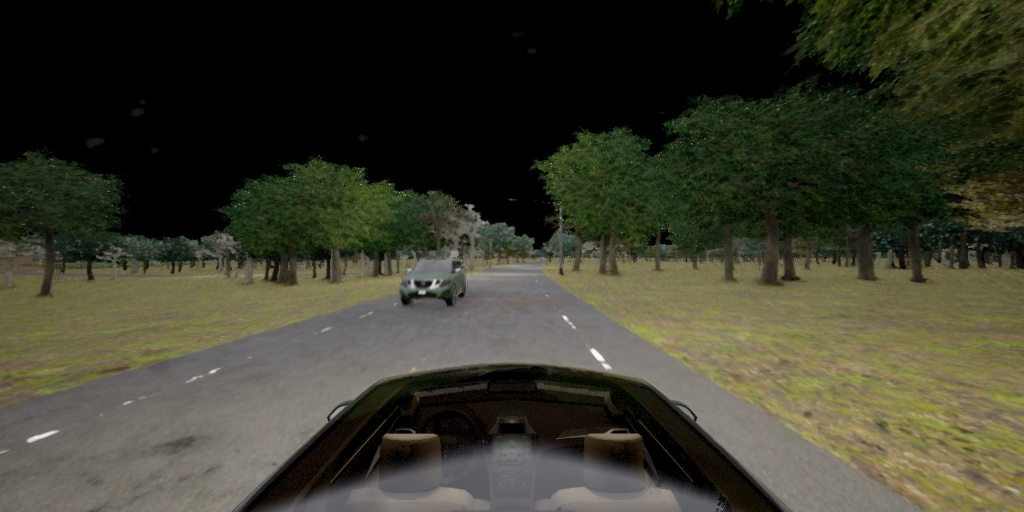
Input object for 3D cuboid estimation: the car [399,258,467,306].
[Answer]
[{"bbox_3d":[-3.478,1.108,16.833,2.150,2.045,5.566,0,-1,1],"label":"car"}]
